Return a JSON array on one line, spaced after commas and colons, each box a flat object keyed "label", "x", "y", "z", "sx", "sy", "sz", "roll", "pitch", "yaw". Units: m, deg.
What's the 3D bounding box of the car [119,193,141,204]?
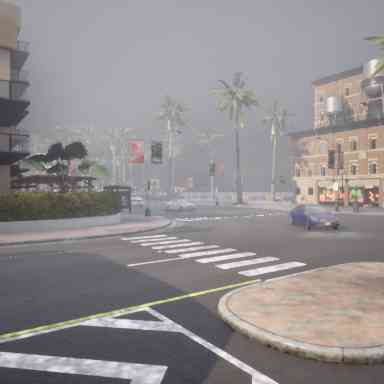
[{"label": "car", "x": -12.658, "y": 1.221, "z": 67.386, "sx": 2.150, "sy": 2.045, "sz": 5.566, "roll": 0, "pitch": 0, "yaw": -38}]

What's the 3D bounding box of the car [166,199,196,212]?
[{"label": "car", "x": -1.413, "y": 1.526, "z": 39.193, "sx": 1.812, "sy": 1.442, "sz": 4.674, "roll": 0, "pitch": 0, "yaw": -35}]

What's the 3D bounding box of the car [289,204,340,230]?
[{"label": "car", "x": 7.599, "y": 1.526, "z": 21.104, "sx": 1.812, "sy": 1.442, "sz": 4.674, "roll": 1, "pitch": 0, "yaw": -2}]

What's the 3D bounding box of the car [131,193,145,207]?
[{"label": "car", "x": -9.218, "y": 1.214, "z": 50.311, "sx": 2.150, "sy": 2.045, "sz": 5.566, "roll": 0, "pitch": 1, "yaw": -35}]
